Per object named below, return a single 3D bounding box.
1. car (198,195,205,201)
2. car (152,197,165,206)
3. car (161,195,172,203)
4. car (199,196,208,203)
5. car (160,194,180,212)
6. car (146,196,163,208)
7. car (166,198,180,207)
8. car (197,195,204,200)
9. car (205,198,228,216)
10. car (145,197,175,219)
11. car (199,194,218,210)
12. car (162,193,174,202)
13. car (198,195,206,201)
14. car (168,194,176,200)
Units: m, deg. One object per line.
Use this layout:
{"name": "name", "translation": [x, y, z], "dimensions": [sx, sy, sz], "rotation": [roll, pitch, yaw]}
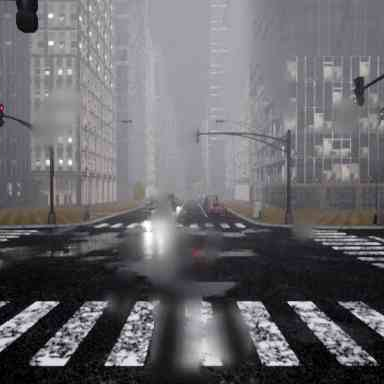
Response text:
{"name": "car", "translation": [2.391, 1.472, 87.539], "dimensions": [1.752, 1.417, 4.829], "rotation": [-1, 0, 0]}
{"name": "car", "translation": [-5.426, 1.556, 54.182], "dimensions": [1.802, 1.307, 4.206], "rotation": [-1, 0, 0]}
{"name": "car", "translation": [-5.459, 1.401, 70.755], "dimensions": [1.967, 1.590, 4.097], "rotation": [-1, 0, 0]}
{"name": "car", "translation": [2.422, 1.506, 70.795], "dimensions": [1.887, 1.381, 4.507], "rotation": [-1, 0, 0]}
{"name": "car", "translation": [-2.922, 1.205, 39.502], "dimensions": [2.150, 2.045, 5.566], "rotation": [0, 0, 0]}
{"name": "car", "translation": [-5.418, 1.418, 48.657], "dimensions": [1.967, 1.590, 4.097], "rotation": [-1, 0, 0]}
{"name": "car", "translation": [-2.933, 1.576, 52.528], "dimensions": [1.895, 1.301, 4.718], "rotation": [0, 0, 0]}
{"name": "car", "translation": [2.381, 1.487, 92.893], "dimensions": [1.887, 1.381, 4.507], "rotation": [-1, 0, 0]}
{"name": "car", "translation": [2.462, 1.569, 32.123], "dimensions": [1.802, 1.307, 4.206], "rotation": [-1, 0, 0]}
{"name": "car", "translation": [-2.908, 1.480, 28.788], "dimensions": [2.128, 1.511, 4.902], "rotation": [0, 0, 0]}
{"name": "car", "translation": [2.458, 1.296, 43.172], "dimensions": [2.192, 1.841, 5.009], "rotation": [-1, 0, 0]}
{"name": "car", "translation": [-5.471, 1.272, 76.280], "dimensions": [2.192, 1.841, 5.009], "rotation": [-1, 0, 0]}
{"name": "car", "translation": [2.402, 1.534, 81.844], "dimensions": [1.802, 1.307, 4.206], "rotation": [-1, 0, 0]}
{"name": "car", "translation": [-5.501, 1.382, 92.854], "dimensions": [1.967, 1.590, 4.097], "rotation": [-1, 0, 0]}
